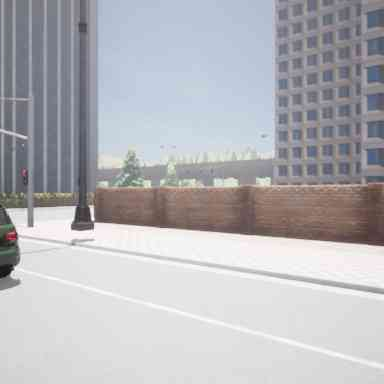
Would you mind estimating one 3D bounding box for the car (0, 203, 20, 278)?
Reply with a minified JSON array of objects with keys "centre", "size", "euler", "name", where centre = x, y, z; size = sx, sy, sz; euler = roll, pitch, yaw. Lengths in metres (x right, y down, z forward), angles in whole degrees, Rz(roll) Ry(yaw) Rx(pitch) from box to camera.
[{"centre":[-6.785,1.219,8.819],"size":[5.566,2.045,2.150],"euler":[0,0,35],"name":"car"}]
